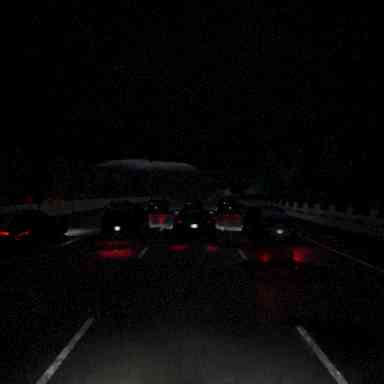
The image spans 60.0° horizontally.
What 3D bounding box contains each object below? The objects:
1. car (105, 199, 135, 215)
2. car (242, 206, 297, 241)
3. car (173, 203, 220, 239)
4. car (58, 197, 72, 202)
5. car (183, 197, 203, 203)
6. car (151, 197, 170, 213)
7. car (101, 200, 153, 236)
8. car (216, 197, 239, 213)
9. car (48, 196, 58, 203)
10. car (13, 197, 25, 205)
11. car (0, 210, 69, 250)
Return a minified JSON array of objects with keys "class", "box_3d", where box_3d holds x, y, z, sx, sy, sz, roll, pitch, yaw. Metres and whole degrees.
[{"class":"car","box_3d":[-6.896,1.393,32.275,1.895,1.301,4.718,0,0,0]},{"class":"car","box_3d":[3.601,1.414,15.923,1.812,1.442,4.674,0,0,0]},{"class":"car","box_3d":[0.102,1.448,16.532,1.994,1.385,4.181,0,0,0]},{"class":"car","box_3d":[-17.565,1.387,49.785,2.033,1.411,5.357,0,0,0]},{"class":"car","box_3d":[0.104,1.279,34.001,2.128,1.511,4.902,0,0,0]},{"class":"car","box_3d":[-3.396,1.279,34.006,2.128,1.511,4.902,0,0,0]},{"class":"car","box_3d":[-3.398,1.382,17.557,1.837,1.490,4.892,0,0,0]},{"class":"car","box_3d":[3.604,1.279,34.001,2.128,1.511,4.902,0,0,0]},{"class":"car","box_3d":[-21.056,1.332,51.601,1.882,1.535,5.008,0,0,0]},{"class":"car","box_3d":[-24.557,1.060,49.601,2.150,2.045,5.566,0,0,0]},{"class":"car","box_3d":[-6.898,1.452,13.702,2.033,1.411,5.357,0,0,0]}]
